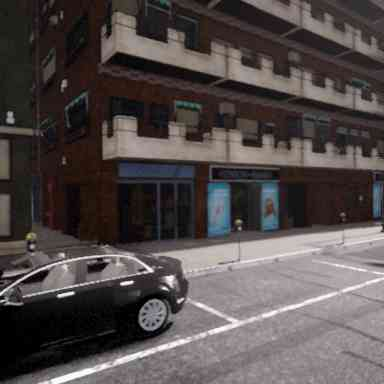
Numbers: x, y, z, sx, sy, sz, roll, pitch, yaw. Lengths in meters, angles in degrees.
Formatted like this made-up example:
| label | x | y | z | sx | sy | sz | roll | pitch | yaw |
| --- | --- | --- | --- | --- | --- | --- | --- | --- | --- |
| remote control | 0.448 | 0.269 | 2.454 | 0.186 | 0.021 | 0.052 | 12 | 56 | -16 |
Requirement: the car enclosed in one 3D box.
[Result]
| label | x | y | z | sx | sy | sz | roll | pitch | yaw |
| --- | --- | --- | --- | --- | --- | --- | --- | --- | --- |
| car | -2.090 | 1.551 | 5.081 | 4.403 | 1.369 | 2.008 | 0 | -1 | -35 |
